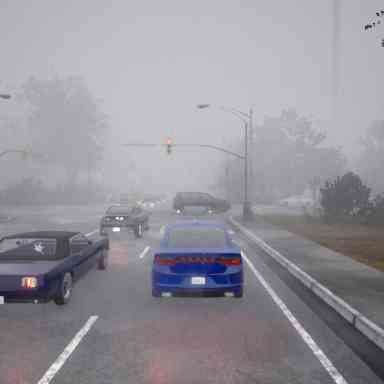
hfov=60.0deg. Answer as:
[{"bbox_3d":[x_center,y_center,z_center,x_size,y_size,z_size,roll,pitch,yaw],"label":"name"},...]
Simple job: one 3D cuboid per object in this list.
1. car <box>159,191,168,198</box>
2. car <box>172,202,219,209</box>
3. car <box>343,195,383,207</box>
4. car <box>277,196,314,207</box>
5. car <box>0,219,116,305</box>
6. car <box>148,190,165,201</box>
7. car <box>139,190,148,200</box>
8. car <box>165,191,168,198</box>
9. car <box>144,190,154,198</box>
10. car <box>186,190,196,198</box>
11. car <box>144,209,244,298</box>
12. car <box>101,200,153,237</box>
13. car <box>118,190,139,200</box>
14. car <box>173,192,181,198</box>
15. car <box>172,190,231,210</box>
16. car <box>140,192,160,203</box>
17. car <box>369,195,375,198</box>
[{"bbox_3d":[-7.284,0.571,84.521,2.097,1.767,4.553,0,1,-3],"label":"car"},{"bbox_3d":[0.130,1.458,17.513,1.994,1.385,4.181,0,0,0],"label":"car"},{"bbox_3d":[22.488,1.174,43.265,4.892,1.490,1.837,0,1,-3],"label":"car"},{"bbox_3d":[13.299,1.200,42.760,4.674,1.442,1.812,0,1,-3],"label":"car"},{"bbox_3d":[-3.385,1.573,7.986,1.895,1.301,4.718,0,0,0],"label":"car"},{"bbox_3d":[-6.951,0.956,64.262,1.882,1.535,5.008,0,1,0],"label":"car"},{"bbox_3d":[-10.449,0.709,63.428,2.150,2.045,5.566,0,1,0],"label":"car"},{"bbox_3d":[-6.968,0.957,74.287,1.895,1.301,4.718,0,1,-1],"label":"car"},{"bbox_3d":[-10.774,0.445,84.223,2.150,2.045,5.566,0,1,-3],"label":"car"},{"bbox_3d":[-0.322,0.419,85.404,2.150,2.045,5.566,0,1,-4],"label":"car"},{"bbox_3d":[0.116,1.446,8.531,1.882,1.535,5.008,0,0,0],"label":"car"},{"bbox_3d":[-3.370,1.402,17.237,1.837,1.490,4.892,0,0,0],"label":"car"},{"bbox_3d":[-10.524,0.930,53.845,2.097,1.767,4.553,0,0,1],"label":"car"},{"bbox_3d":[-3.839,0.741,85.603,2.033,1.411,5.357,0,1,-4],"label":"car"},{"bbox_3d":[0.886,0.995,31.362,5.566,2.045,2.150,0,0,-3],"label":"car"},{"bbox_3d":[-6.995,1.127,55.454,1.994,1.385,4.181,0,1,0],"label":"car"},{"bbox_3d":[20.177,1.259,35.940,4.674,1.442,1.812,0,1,-3],"label":"car"}]
